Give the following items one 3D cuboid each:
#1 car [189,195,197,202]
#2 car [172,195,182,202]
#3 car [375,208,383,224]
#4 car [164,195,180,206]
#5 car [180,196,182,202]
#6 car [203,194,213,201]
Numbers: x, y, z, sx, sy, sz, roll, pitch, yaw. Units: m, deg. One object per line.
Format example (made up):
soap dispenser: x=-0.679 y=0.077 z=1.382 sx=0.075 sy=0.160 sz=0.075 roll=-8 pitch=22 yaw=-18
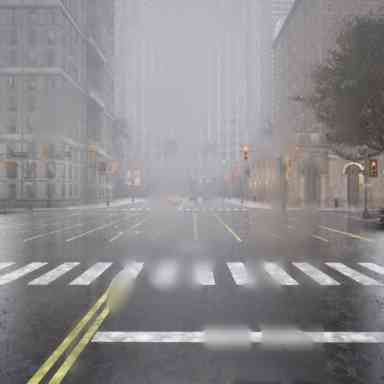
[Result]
car: x=0.236 y=1.449 z=78.556 sx=2.128 sy=1.511 sz=4.902 roll=0 pitch=0 yaw=1
car: x=-3.303 y=1.478 z=75.044 sx=1.882 sy=1.535 sz=5.008 roll=0 pitch=0 yaw=1
car: x=14.352 y=1.505 z=21.116 sx=4.892 sy=1.490 sz=1.837 roll=0 pitch=1 yaw=4
car: x=-3.546 y=1.478 z=55.510 sx=1.882 sy=1.535 sz=5.008 roll=0 pitch=0 yaw=0
car: x=-3.464 y=1.478 z=64.819 sx=1.882 sy=1.535 sz=5.008 roll=0 pitch=0 yaw=1
car: x=3.736 y=1.280 z=78.489 sx=2.097 sy=1.767 sz=4.553 roll=0 pitch=0 yaw=1
